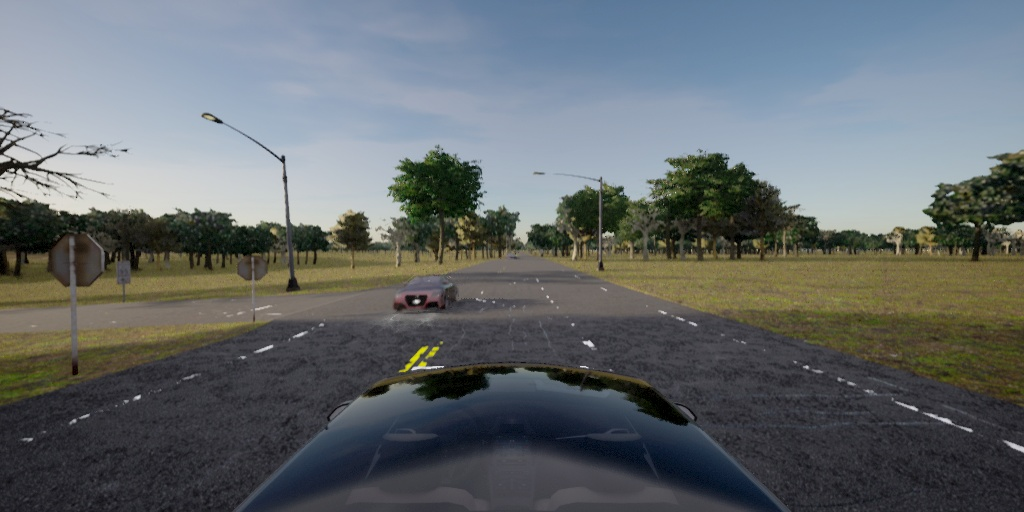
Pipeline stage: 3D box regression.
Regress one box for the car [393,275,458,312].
[{"bbox_3d":[-3.497,1.497,15.111,1.994,1.385,4.181,-2,-1,0],"label":"car"}]
